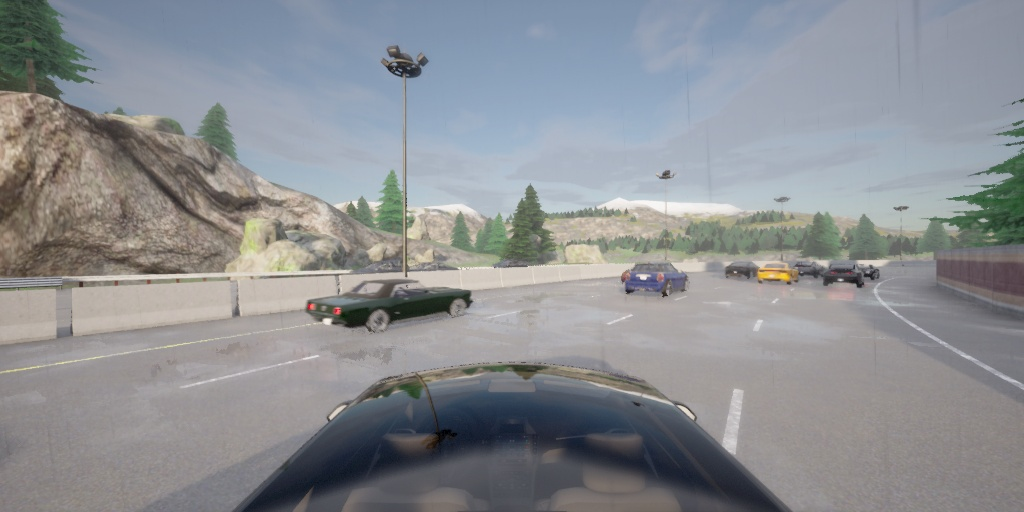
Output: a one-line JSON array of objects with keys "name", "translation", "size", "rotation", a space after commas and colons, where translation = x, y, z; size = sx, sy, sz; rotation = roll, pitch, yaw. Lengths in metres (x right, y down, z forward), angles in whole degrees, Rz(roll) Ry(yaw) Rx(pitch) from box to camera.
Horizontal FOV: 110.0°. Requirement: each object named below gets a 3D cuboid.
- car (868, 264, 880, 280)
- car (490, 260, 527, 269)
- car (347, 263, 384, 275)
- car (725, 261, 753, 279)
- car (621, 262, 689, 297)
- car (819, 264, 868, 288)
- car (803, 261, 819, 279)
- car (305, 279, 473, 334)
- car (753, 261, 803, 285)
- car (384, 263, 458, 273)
[{"name": "car", "translation": [30.309, 1.351, 31.050], "size": [4.718, 1.301, 1.895], "rotation": [0, 0, -39]}, {"name": "car", "translation": [-0.353, 1.254, 41.409], "size": [4.892, 1.490, 1.837], "rotation": [0, 0, -45]}, {"name": "car", "translation": [-9.443, 1.241, 26.064], "size": [2.128, 1.511, 4.902], "rotation": [0, 0, 39]}, {"name": "car", "translation": [20.925, 1.228, 32.296], "size": [5.008, 1.535, 1.882], "rotation": [0, 0, -42]}, {"name": "car", "translation": [7.812, 1.102, 19.132], "size": [2.097, 1.767, 4.553], "rotation": [0, 0, 41]}, {"name": "car", "translation": [22.399, 1.255, 24.182], "size": [4.892, 1.490, 1.837], "rotation": [0, 0, -43]}, {"name": "car", "translation": [27.545, 1.241, 33.294], "size": [4.902, 1.511, 2.128], "rotation": [0, 0, -39]}, {"name": "car", "translation": [-3.322, 1.351, 10.754], "size": [1.895, 1.301, 4.718], "rotation": [0, 0, 36]}, {"name": "car", "translation": [19.637, 1.228, 26.382], "size": [5.008, 1.535, 1.882], "rotation": [0, 0, -44]}, {"name": "car", "translation": [-5.893, 1.241, 24.910], "size": [2.128, 1.511, 4.902], "rotation": [0, 0, 40]}]
